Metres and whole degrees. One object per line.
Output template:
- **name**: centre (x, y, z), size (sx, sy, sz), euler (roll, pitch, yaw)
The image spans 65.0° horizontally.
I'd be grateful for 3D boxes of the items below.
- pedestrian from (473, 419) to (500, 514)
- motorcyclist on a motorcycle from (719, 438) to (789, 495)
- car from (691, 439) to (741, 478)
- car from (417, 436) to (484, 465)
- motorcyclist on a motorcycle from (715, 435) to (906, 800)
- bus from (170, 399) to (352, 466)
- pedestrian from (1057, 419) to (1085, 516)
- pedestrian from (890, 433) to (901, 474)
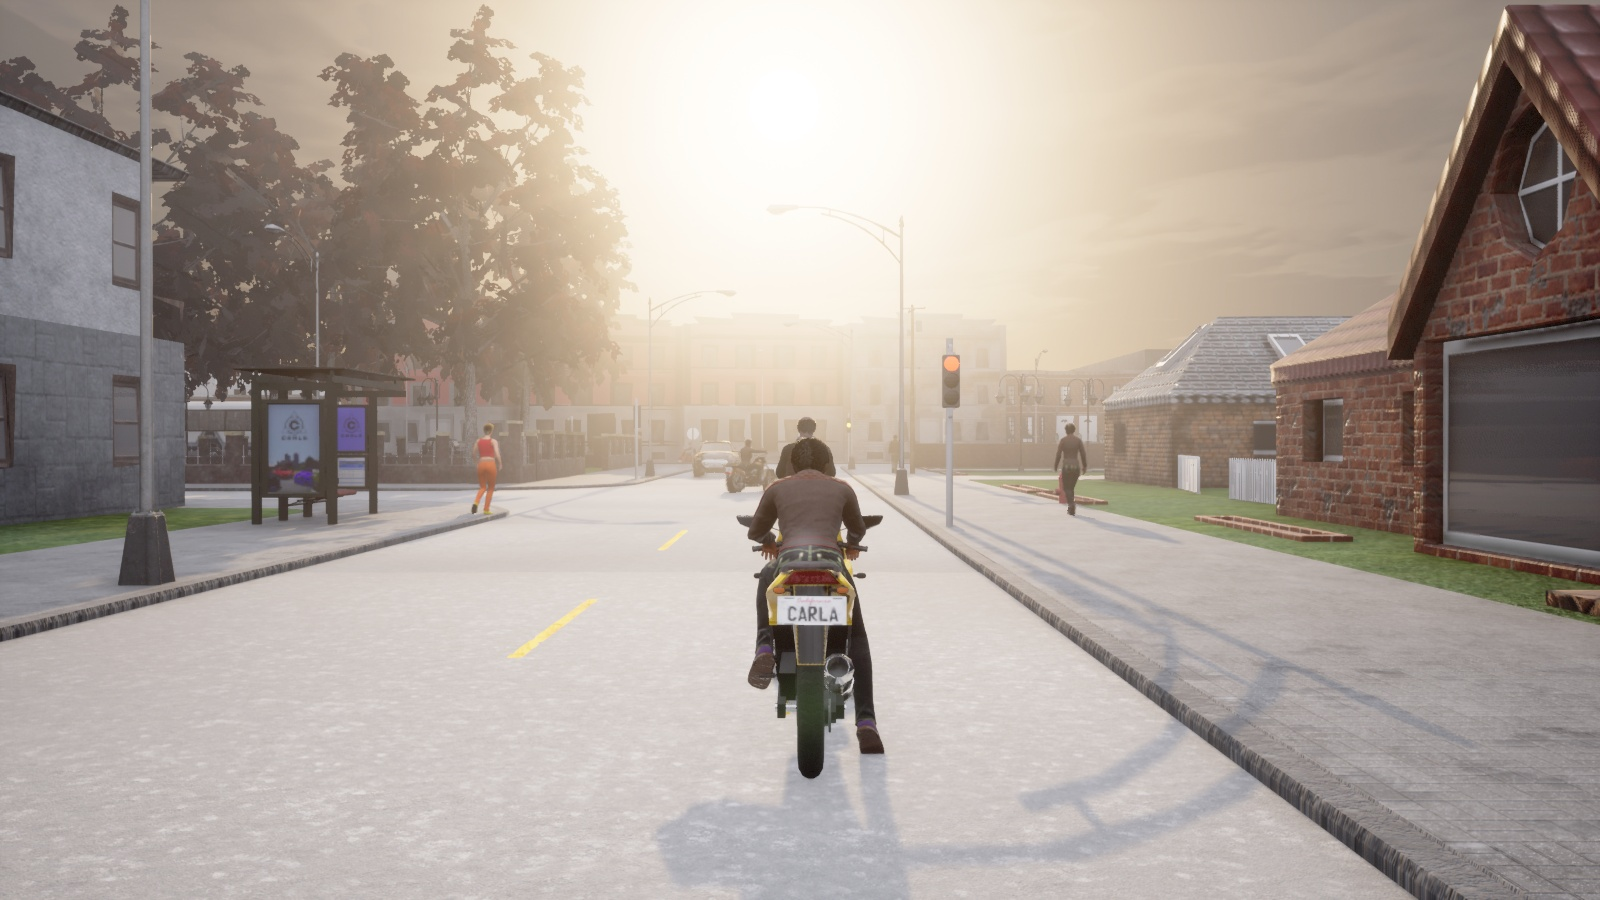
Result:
- **pedestrian**: centre (-6.123, 0.313, 24.548), size (0.345, 1.836, 0.594), euler (0, 0, 5)
- **motorcyclist on a motorcycle**: centre (-1.363, 0.482, 37.800), size (0.766, 1.649, 2.350), euler (-1, -1, 37)
- **car**: centre (-3.748, 0.354, 56.532), size (2.033, 1.649, 4.856), euler (0, 0, -1)
- **car**: centre (-22.915, 0.058, 82.453), size (3.866, 1.878, 1.905), euler (0, 0, 1)
- **motorcyclist on a motorcycle**: centre (0.049, 0.693, 6.256), size (0.797, 1.523, 2.044), euler (0, 0, 0)
- **bus**: centre (-35.270, -1.124, 82.490), size (10.273, 4.253, 3.944), euler (0, 0, 1)
- **pedestrian**: centre (5.152, 0.325, 23.876), size (0.328, 1.805, 0.869), euler (0, 0, -2)
- **pedestrian**: centre (4.331, 0.138, 56.965), size (0.431, 1.840, 0.703), euler (0, 0, 8)
